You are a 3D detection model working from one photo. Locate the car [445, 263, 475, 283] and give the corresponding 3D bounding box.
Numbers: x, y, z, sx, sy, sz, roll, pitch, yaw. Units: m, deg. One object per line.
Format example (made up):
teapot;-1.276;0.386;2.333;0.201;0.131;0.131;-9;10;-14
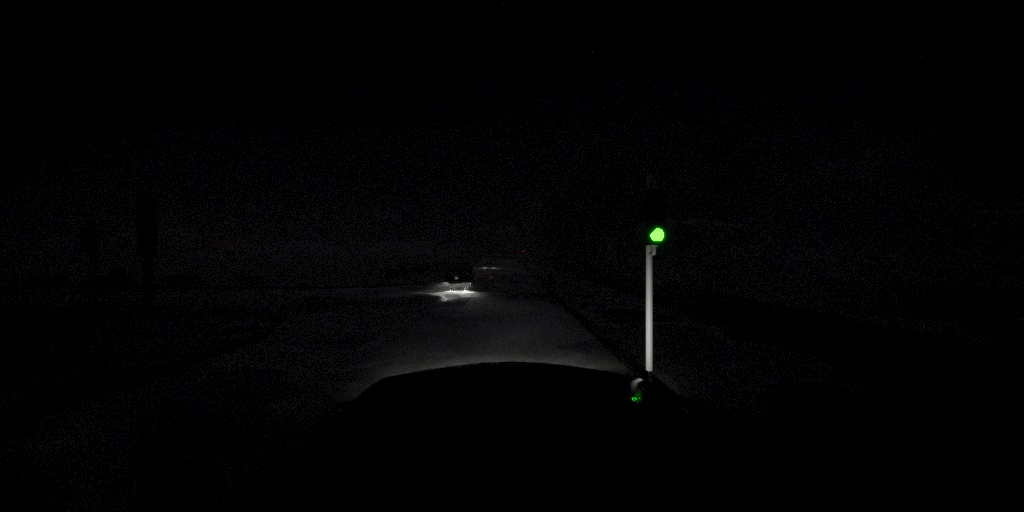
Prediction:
car;-4.015;1.296;28.328;2.128;1.511;4.902;0;1;0
